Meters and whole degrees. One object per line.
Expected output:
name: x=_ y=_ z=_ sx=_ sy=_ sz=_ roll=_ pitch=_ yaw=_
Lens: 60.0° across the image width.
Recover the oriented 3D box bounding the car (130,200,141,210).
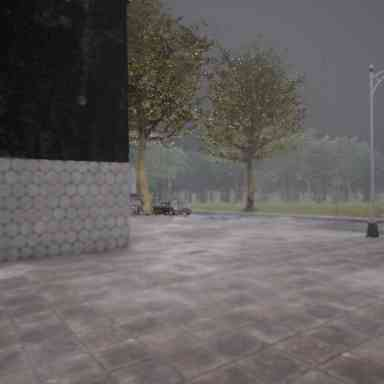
car: x=-7.530 y=1.879 z=46.259 sx=2.128 sy=1.511 sz=4.902 roll=-1 pitch=0 yaw=-35

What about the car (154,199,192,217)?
car: x=-1.977 y=1.520 z=33.331 sx=2.097 sy=1.767 sz=4.553 roll=-1 pitch=0 yaw=-35
